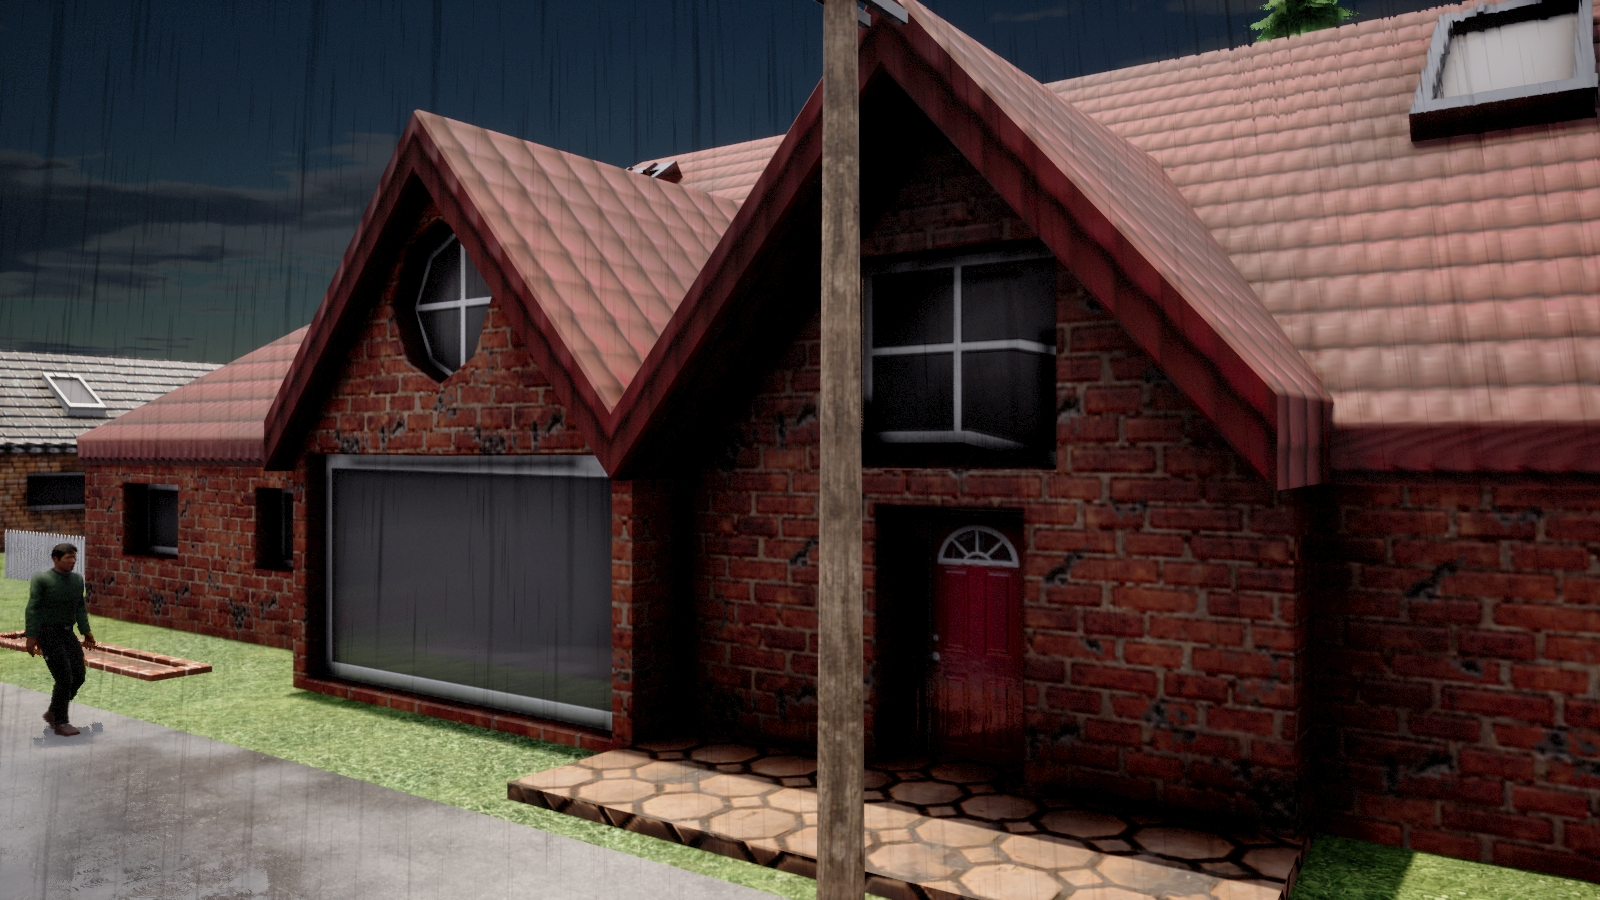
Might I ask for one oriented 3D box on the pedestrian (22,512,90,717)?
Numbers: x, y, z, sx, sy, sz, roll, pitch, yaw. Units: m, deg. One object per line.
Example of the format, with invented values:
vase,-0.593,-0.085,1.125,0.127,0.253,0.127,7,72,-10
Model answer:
pedestrian,-6.994,1.523,10.746,0.375,1.860,0.375,0,0,15
